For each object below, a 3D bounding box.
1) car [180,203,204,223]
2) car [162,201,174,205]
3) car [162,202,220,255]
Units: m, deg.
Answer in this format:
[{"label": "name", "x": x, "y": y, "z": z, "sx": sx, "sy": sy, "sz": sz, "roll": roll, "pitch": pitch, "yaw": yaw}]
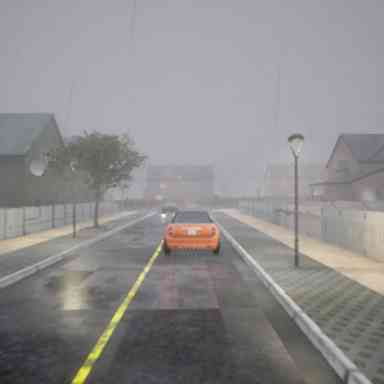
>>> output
[{"label": "car", "x": -0.003, "y": 1.790, "z": 29.478, "sx": 1.882, "sy": 1.535, "sz": 5.008, "roll": 0, "pitch": 0, "yaw": 0}, {"label": "car", "x": -2.763, "y": 1.963, "z": 43.347, "sx": 1.882, "sy": 1.535, "sz": 5.008, "roll": 0, "pitch": -1, "yaw": 0}, {"label": "car", "x": -0.001, "y": 1.490, "z": 14.066, "sx": 2.097, "sy": 1.767, "sz": 4.553, "roll": 0, "pitch": -1, "yaw": 0}]
